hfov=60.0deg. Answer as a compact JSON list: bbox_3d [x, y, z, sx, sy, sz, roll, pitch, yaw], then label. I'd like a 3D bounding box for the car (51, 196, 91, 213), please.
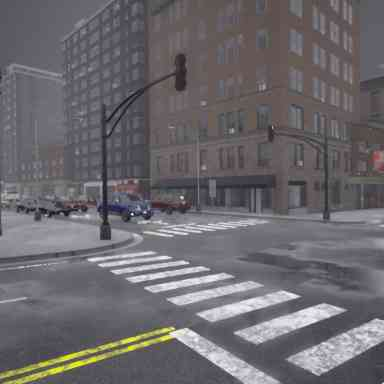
[{"bbox_3d":[-12.076,1.395,32.873,1.895,1.301,4.718,-1,1,-44],"label":"car"}]

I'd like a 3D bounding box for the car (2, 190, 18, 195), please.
[{"bbox_3d":[-31.910,0.711,57.932,2.150,2.045,5.566,-1,1,-44],"label":"car"}]

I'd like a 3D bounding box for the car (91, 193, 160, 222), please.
[{"bbox_3d":[-5.305,1.090,25.882,2.150,2.045,5.566,-1,1,-44],"label":"car"}]

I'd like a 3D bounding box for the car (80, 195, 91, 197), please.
[{"bbox_3d":[-13.904,1.084,43.058,1.967,1.590,4.097,0,1,-44],"label":"car"}]

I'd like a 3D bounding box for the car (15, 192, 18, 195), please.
[{"bbox_3d":[-29.237,1.044,58.879,1.802,1.307,4.206,0,1,-44],"label":"car"}]

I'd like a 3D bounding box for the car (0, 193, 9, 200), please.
[{"bbox_3d":[-40.736,0.885,70.744,1.947,1.339,4.313,0,1,-44],"label":"car"}]

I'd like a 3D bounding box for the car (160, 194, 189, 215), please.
[{"bbox_3d":[-2.405,1.087,31.192,2.192,1.841,5.009,0,1,-44],"label":"car"}]

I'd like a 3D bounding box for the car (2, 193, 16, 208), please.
[{"bbox_3d":[-23.734,1.248,40.952,1.752,1.417,4.829,0,1,-44],"label":"car"}]

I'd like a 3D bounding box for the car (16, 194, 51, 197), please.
[{"bbox_3d":[-19.354,1.216,40.403,1.837,1.490,4.892,-1,1,-44],"label":"car"}]

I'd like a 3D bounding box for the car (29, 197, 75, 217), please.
[{"bbox_3d":[-12.356,1.418,29.212,1.947,1.339,4.313,0,1,-44],"label":"car"}]

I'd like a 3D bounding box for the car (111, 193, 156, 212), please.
[{"bbox_3d":[-6.238,1.045,35.147,2.192,1.841,5.009,0,1,-44],"label":"car"}]

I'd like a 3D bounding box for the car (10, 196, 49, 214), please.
[{"bbox_3d":[-16.188,1.375,33.166,1.947,1.339,4.313,0,1,-44],"label":"car"}]
